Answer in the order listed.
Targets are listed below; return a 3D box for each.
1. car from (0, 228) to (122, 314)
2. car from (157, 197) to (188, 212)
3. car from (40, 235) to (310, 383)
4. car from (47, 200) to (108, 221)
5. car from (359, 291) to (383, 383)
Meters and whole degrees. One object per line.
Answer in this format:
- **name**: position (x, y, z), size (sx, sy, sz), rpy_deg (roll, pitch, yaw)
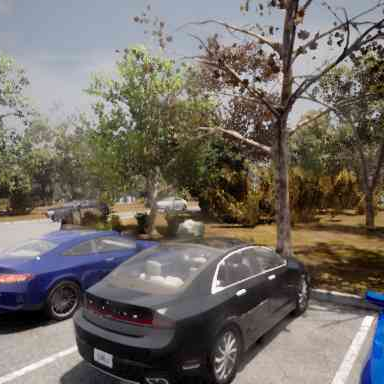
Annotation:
- **car**: position (-2.201, 1.523, 7.385), size (2.002, 1.452, 4.674), rpy_deg (0, 0, 36)
- **car**: position (-2.245, 1.277, 34.652), size (1.812, 1.442, 4.674), rpy_deg (-3, -1, 36)
- **car**: position (0.463, 1.482, 5.480), size (2.231, 1.521, 4.892), rpy_deg (0, 0, 36)
- **car**: position (-8.634, 1.371, 25.379), size (2.128, 1.511, 4.902), rpy_deg (-3, -1, 33)
- **car**: position (3.134, 1.479, 3.587), size (2.097, 1.535, 5.008), rpy_deg (0, 0, 36)
